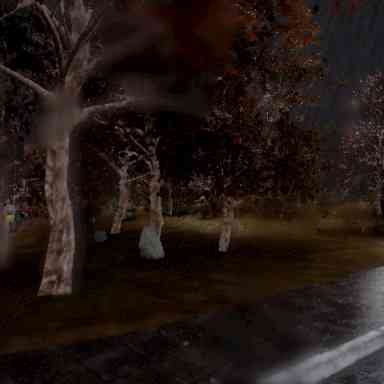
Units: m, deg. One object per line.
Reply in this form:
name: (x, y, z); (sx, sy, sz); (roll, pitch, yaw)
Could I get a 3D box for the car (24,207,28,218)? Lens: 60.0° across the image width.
car: (-25.784, 3.056, 45.608); (4.792, 1.488, 2.163); (4, -4, -40)

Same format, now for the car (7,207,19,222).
car: (-22.908, 2.768, 37.179); (5.366, 1.575, 1.946); (4, -3, -40)

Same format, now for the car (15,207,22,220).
car: (-23.788, 2.862, 40.061); (4.892, 1.521, 2.231); (4, -4, -40)

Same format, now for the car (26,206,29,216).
car: (-26.835, 2.980, 48.340); (4.553, 1.767, 2.185); (5, -4, -40)

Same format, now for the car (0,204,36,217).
car: (-29.865, 3.105, 56.634); (5.566, 2.045, 2.435); (4, -3, -40)

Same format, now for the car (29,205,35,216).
car: (-28.824, 3.305, 53.901); (4.792, 1.488, 2.163); (4, -4, -40)

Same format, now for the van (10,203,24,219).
van: (-24.700, 2.724, 42.915); (4.442, 1.987, 1.878); (4, -4, -40)
